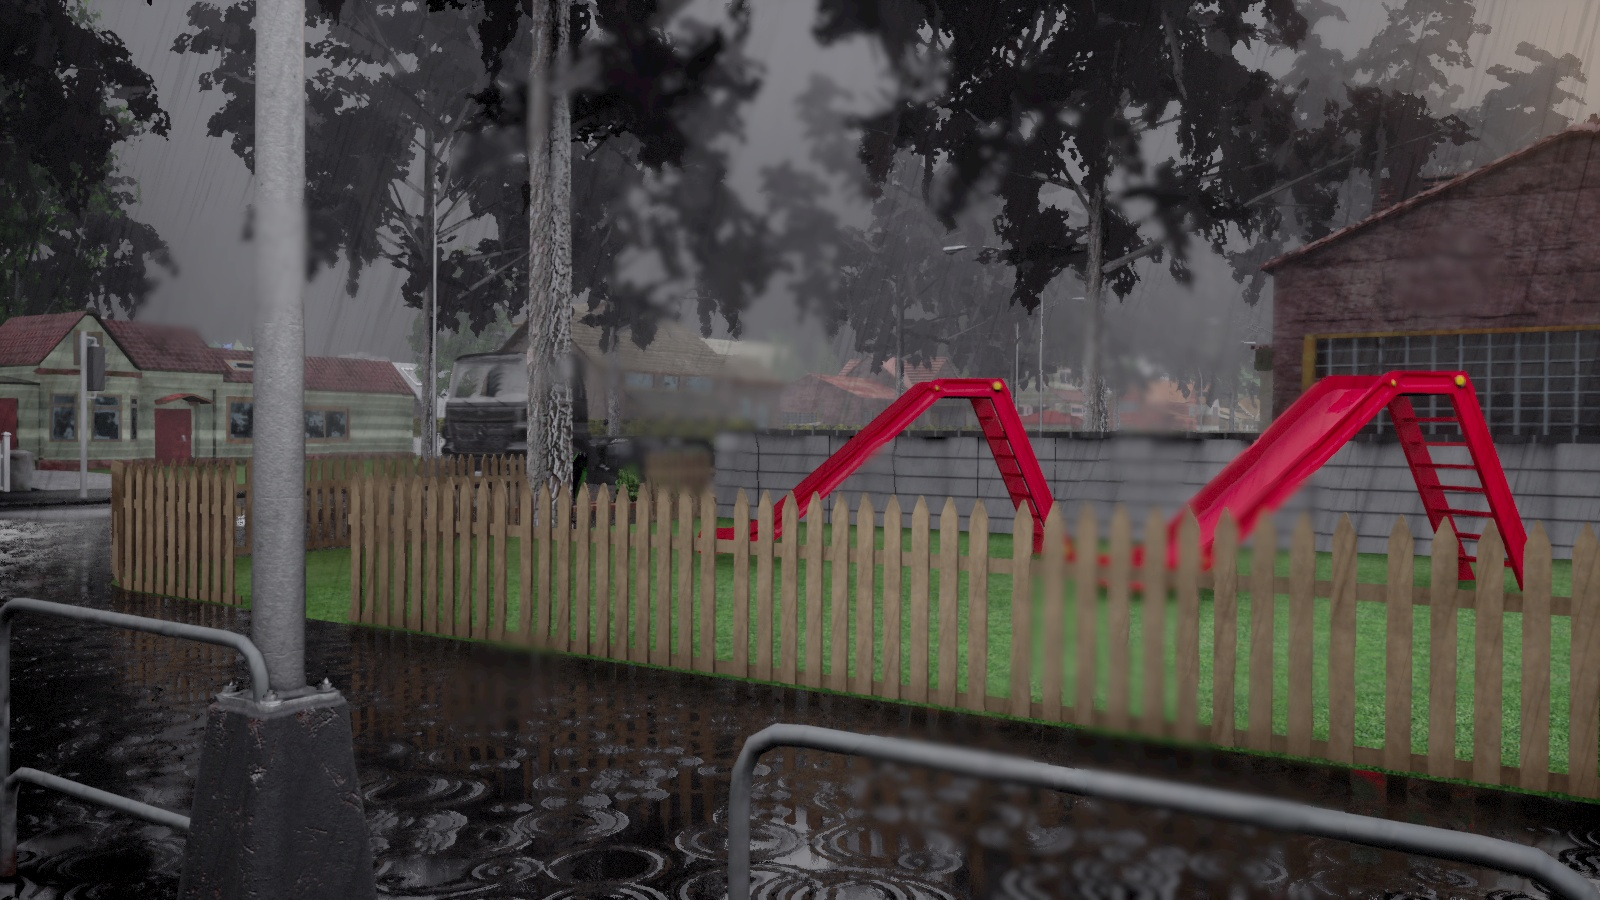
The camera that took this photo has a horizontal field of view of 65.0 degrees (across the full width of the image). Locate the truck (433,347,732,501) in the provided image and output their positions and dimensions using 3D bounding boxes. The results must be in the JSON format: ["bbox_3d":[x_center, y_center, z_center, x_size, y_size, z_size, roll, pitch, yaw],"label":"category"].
[{"bbox_3d":[-5.300,-0.644,32.338,2.891,3.462,7.936,0,1,34],"label":"truck"}]
